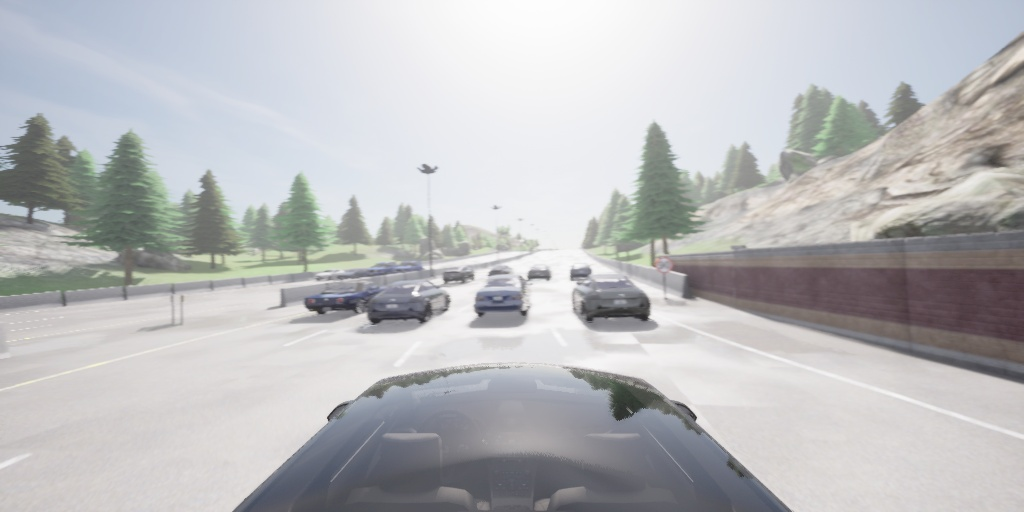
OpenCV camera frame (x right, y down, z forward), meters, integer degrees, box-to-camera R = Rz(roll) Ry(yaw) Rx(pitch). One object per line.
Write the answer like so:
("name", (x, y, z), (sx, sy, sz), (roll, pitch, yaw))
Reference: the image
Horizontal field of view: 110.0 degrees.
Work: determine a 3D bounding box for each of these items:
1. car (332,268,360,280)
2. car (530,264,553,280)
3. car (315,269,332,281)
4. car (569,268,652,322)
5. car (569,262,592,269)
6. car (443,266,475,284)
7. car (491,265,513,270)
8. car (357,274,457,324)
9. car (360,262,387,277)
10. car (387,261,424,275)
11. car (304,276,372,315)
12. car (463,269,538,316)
("car", (-20.113, 2.298, 46.005), (2.033, 1.411, 5.357), (-2, 0, 10))
("car", (2.465, 1.386, 31.394), (1.994, 1.385, 4.181), (-2, 0, 9))
("car", (-23.526, 2.422, 46.753), (1.812, 1.442, 4.674), (-2, 0, 9))
("car", (3.183, 1.295, 12.210), (1.994, 1.385, 4.181), (-2, 0, 3))
("car", (5.950, 1.235, 31.033), (1.994, 1.385, 4.181), (-2, 0, 9))
("car", (-4.590, 1.618, 31.630), (2.128, 1.511, 4.902), (-2, 0, 10))
("car", (-0.951, 1.494, 32.242), (1.812, 1.442, 4.674), (-2, 0, 9))
("car", (-3.670, 1.587, 13.418), (1.994, 1.385, 4.181), (-2, -1, 4))
("car", (-16.568, 1.814, 46.093), (2.150, 2.045, 5.566), (-2, 0, 10))
("car", (-13.123, 1.666, 45.504), (2.150, 2.045, 5.566), (-2, 1, 10))
("car", (-6.961, 1.789, 16.175), (1.895, 1.301, 4.718), (-2, -1, 6))
("car", (-0.216, 1.437, 14.123), (2.033, 1.411, 5.357), (-2, -1, 5))
